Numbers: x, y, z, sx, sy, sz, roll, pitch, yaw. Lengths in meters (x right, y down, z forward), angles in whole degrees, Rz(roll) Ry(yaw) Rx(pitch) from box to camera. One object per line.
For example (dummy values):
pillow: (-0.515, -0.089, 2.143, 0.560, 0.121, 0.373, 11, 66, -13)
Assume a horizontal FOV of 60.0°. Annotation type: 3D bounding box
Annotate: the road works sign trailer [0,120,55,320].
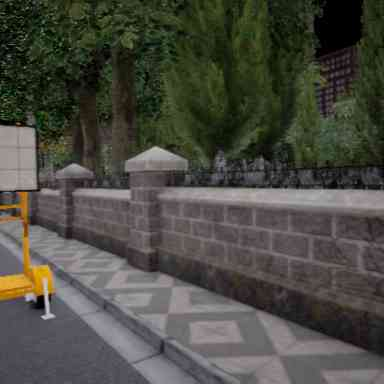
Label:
road works sign trailer: (-4.155, 0.423, 6.203, 2.380, 3.560, 2.880, -2, 2, -37)
